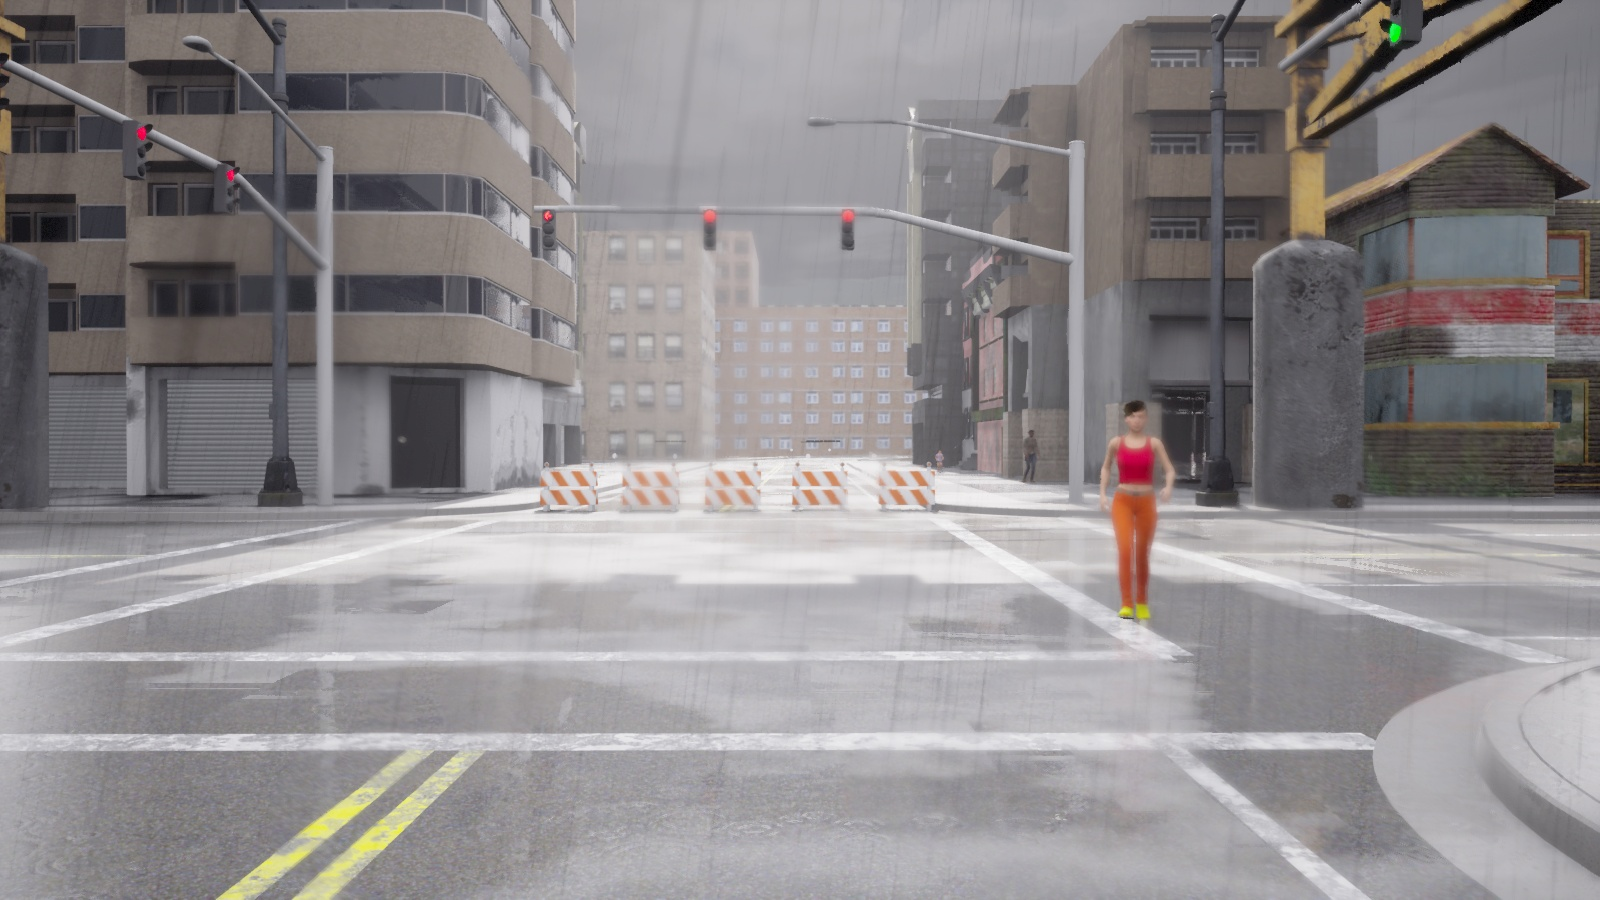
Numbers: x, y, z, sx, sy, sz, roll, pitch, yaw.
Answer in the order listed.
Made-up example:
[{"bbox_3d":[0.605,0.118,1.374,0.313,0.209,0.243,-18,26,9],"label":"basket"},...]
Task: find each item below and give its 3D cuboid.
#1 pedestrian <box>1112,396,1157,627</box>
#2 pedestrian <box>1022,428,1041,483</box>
[{"bbox_3d":[2.752,0.487,10.320,0.345,1.836,0.594,0,0,15],"label":"pedestrian"},{"bbox_3d":[7.679,0.183,41.664,0.328,1.805,0.869,0,0,-13],"label":"pedestrian"}]
